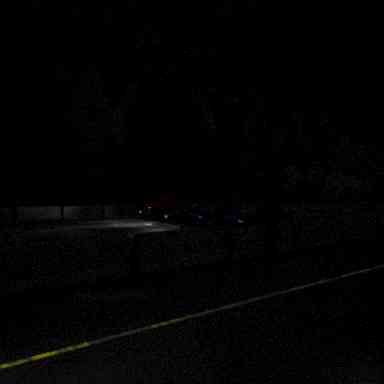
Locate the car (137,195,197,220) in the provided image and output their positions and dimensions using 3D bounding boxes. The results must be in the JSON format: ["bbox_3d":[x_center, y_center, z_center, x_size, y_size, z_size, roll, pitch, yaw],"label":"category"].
[{"bbox_3d":[-1.903,1.268,28.456,5.566,2.045,2.150,0,0,-36],"label":"car"}]

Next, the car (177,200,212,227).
[{"bbox_3d":[1.787,1.521,22.488,5.008,1.535,1.882,0,0,-36],"label":"car"}]

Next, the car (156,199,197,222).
[{"bbox_3d":[0.112,1.537,25.594,4.902,1.511,2.128,0,0,-36],"label":"car"}]

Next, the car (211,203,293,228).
[{"bbox_3d":[3.837,1.521,19.652,5.008,1.535,1.882,0,0,-36],"label":"car"}]
